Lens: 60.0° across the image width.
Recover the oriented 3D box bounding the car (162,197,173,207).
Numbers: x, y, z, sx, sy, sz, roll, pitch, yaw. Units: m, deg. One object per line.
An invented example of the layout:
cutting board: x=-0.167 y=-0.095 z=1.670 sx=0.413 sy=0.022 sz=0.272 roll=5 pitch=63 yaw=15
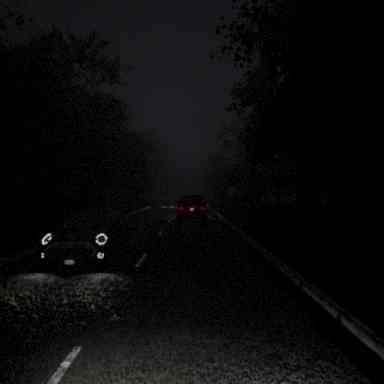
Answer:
car: x=-3.577 y=1.531 z=51.642 sx=1.994 sy=1.385 sz=4.181 roll=0 pitch=0 yaw=0

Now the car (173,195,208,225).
car: x=-0.018 y=1.219 z=24.498 sx=2.150 sy=2.045 sz=5.566 roll=0 pitch=0 yaw=0

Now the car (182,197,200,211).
car: x=-0.105 y=1.473 z=42.345 sx=2.128 sy=1.511 sz=4.902 roll=0 pitch=0 yaw=0

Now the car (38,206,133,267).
car: x=-3.403 y=1.353 z=11.454 sx=2.097 sy=1.767 sz=4.553 roll=0 pitch=0 yaw=0
